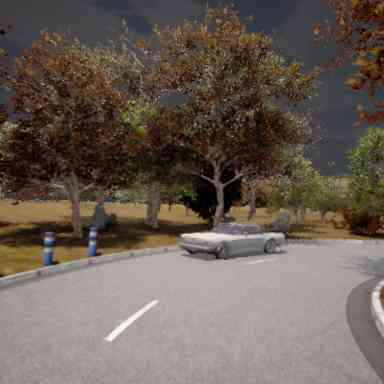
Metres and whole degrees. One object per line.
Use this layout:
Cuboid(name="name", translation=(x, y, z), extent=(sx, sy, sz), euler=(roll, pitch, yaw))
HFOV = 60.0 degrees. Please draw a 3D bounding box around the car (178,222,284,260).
Cuboid(name="car", translation=(1.726, 1.958, 13.955), extent=(4.718, 1.301, 1.895), euler=(3, -3, -39))
